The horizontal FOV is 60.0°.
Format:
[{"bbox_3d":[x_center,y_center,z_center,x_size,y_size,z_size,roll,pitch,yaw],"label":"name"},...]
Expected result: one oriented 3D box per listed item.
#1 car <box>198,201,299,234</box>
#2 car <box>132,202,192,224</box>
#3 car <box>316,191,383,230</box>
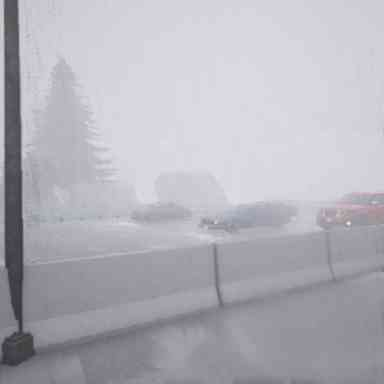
[{"bbox_3d":[3.014,1.371,18.194,5.357,1.411,2.033,-1,1,-30],"label":"car"},{"bbox_3d":[-2.075,1.387,23.236,4.181,1.385,1.994,-1,1,-31],"label":"car"},{"bbox_3d":[9.151,1.000,17.629,5.566,2.045,2.150,-1,0,-28],"label":"car"}]
